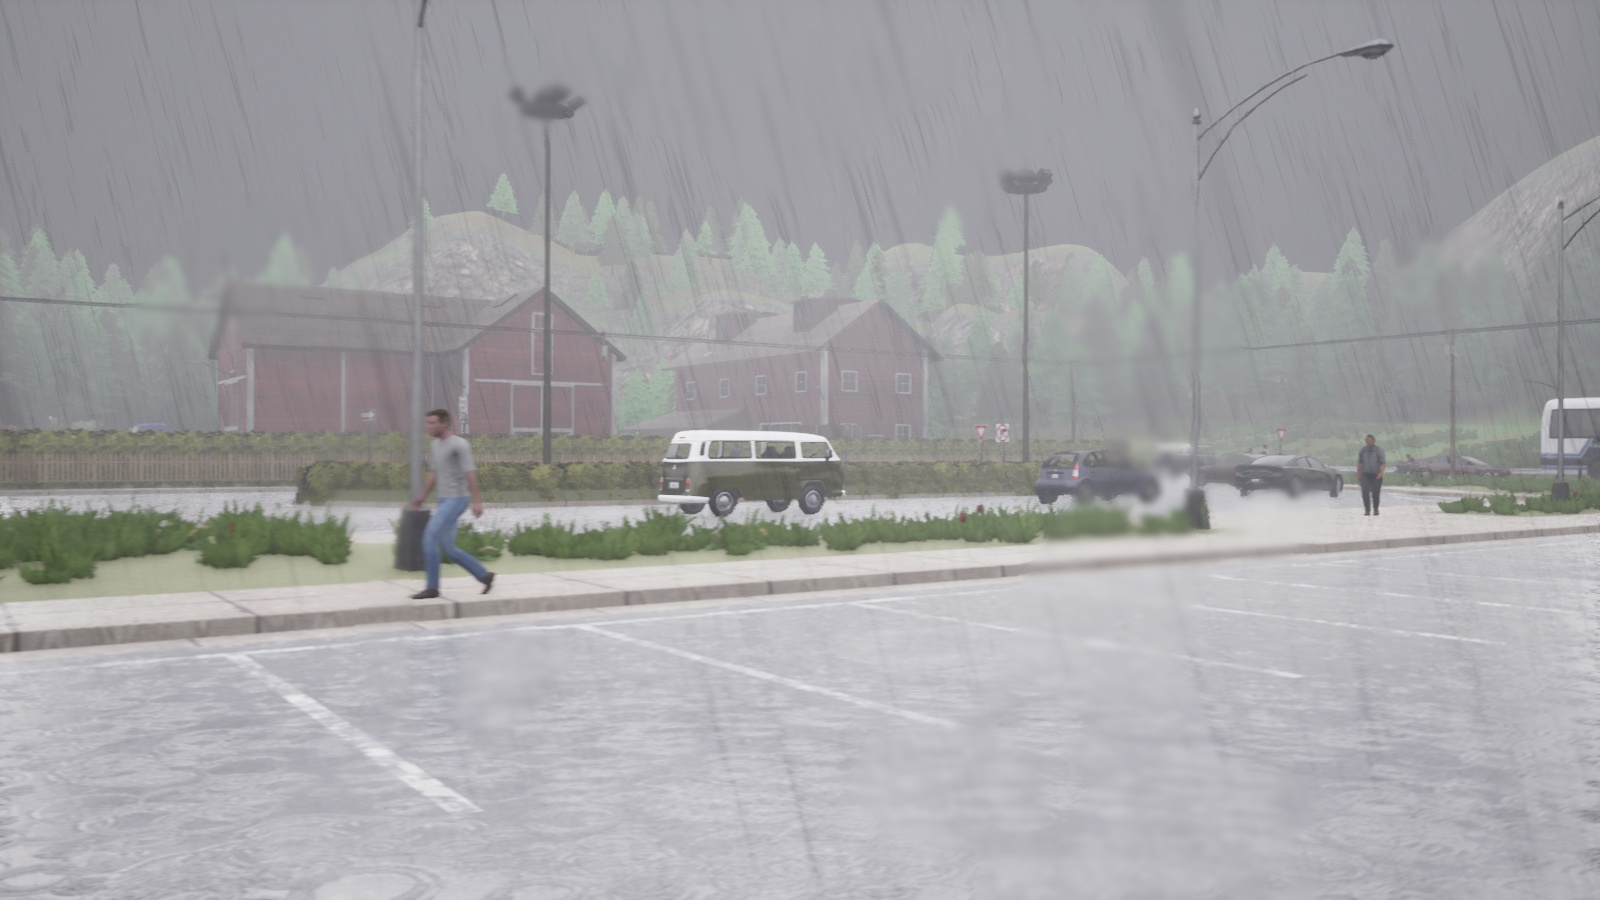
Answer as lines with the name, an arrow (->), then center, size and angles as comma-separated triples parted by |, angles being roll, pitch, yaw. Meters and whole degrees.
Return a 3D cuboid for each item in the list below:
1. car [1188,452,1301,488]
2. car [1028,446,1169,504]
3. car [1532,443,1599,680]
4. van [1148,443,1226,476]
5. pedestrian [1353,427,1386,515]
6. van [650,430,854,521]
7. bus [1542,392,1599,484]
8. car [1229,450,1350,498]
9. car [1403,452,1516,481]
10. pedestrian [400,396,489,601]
car -> 19.061, 0.836, 54.116 | 2.163, 1.488, 4.792 | 0, 0, -16
car -> 8.853, 0.714, 37.114 | 3.988, 1.617, 1.851 | 0, 0, -34
car -> 7.485, 0.707, 8.870 | 4.902, 1.511, 2.128 | 0, 0, -35
van -> 24.761, 0.613, 80.500 | 2.069, 2.038, 4.480 | 0, 0, -34
pedestrian -> 12.224, 0.449, 26.947 | 0.540, 1.848, 0.694 | 0, 0, 34
van -> -1.123, 0.549, 30.300 | 4.480, 2.038, 2.069 | -1, 0, -33
bus -> 40.260, -0.576, 57.373 | 3.944, 4.253, 10.273 | 0, 0, -34
car -> 16.842, 0.792, 43.090 | 5.008, 1.535, 1.882 | 0, 0, -43
car -> 34.529, 0.833, 65.806 | 2.163, 1.488, 4.792 | 0, 0, -44
pedestrian -> -3.280, 0.435, 11.588 | 0.706, 1.836, 0.354 | 0, 0, -36
